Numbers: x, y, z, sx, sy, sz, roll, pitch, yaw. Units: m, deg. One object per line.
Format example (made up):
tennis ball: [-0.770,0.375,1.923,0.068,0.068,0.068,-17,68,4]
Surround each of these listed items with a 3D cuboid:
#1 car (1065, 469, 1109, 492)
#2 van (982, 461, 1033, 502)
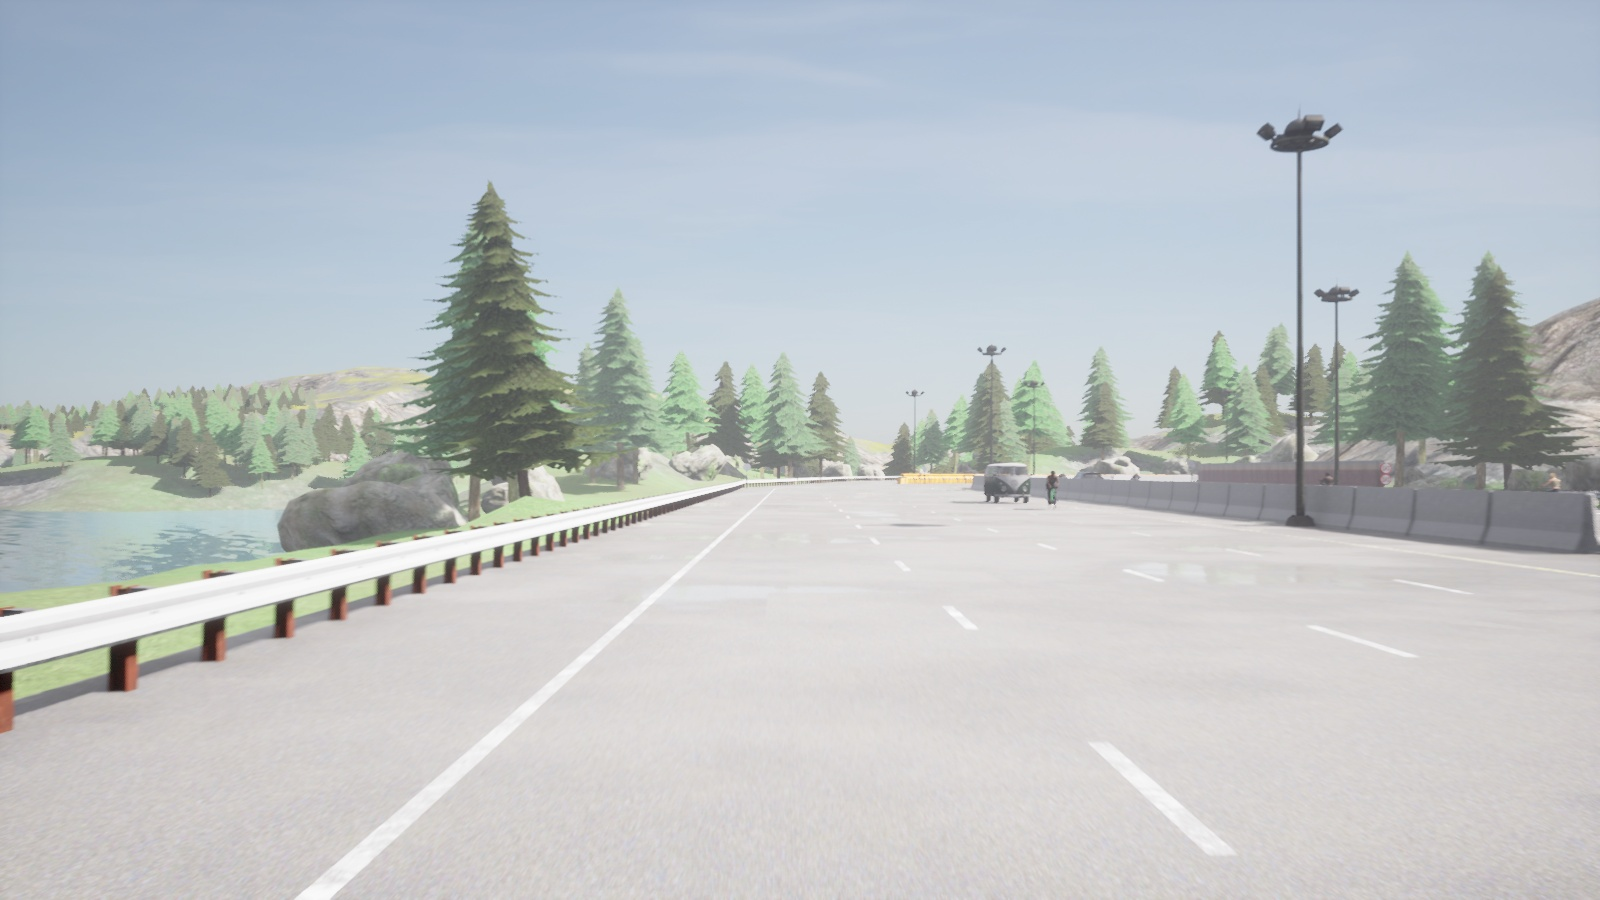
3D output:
car: [20.684,2.176,90.821,2.033,1.649,4.856,0,-1,0]
van: [10.328,1.574,62.725,1.775,1.987,4.442,0,-1,0]
